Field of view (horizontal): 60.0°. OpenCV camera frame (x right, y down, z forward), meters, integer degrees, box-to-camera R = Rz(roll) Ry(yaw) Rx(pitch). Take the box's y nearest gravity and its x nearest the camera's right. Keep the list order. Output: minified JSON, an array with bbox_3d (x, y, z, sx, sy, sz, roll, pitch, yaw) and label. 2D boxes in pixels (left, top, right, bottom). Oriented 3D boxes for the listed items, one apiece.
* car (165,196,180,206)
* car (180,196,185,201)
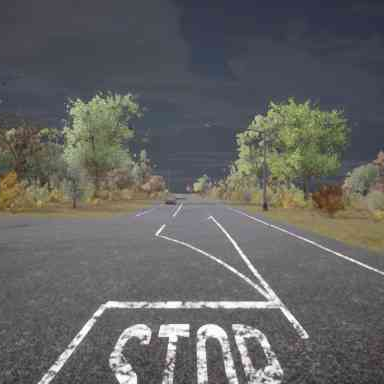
[{"bbox_3d":[-3.591,1.582,56.584,2.033,1.411,5.357,0,0,-1],"label":"car"},{"bbox_3d":[-2.748,1.597,83.682,2.033,1.411,5.357,0,0,6],"label":"car"}]
